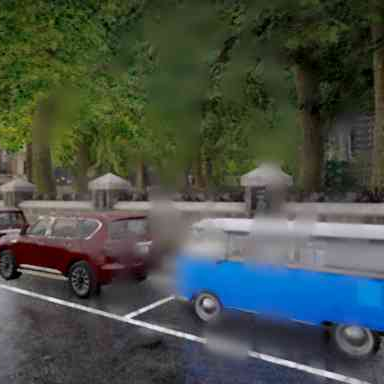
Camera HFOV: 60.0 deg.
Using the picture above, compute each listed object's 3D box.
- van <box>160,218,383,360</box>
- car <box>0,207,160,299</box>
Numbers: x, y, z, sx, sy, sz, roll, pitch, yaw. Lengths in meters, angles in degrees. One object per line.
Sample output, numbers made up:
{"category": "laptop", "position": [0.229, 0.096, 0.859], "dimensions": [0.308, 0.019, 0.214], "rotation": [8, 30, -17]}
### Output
{"category": "van", "position": [1.592, 1.394, 5.742], "dimensions": [3.998, 1.788, 1.690], "rotation": [-1, -1, 33]}
{"category": "car", "position": [-3.055, 1.412, 8.730], "dimensions": [5.009, 1.841, 2.192], "rotation": [-1, -1, 33]}
